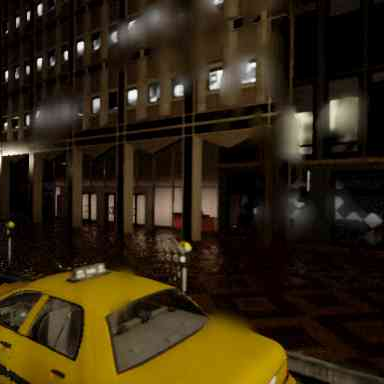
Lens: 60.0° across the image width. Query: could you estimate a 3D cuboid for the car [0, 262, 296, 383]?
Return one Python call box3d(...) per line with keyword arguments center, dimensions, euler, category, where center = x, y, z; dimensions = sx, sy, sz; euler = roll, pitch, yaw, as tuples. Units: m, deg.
box3d(center=(-1.354, 1.501, 3.838), dimensions=(4.829, 1.417, 1.752), euler=(1, 1, 36), category="car")
